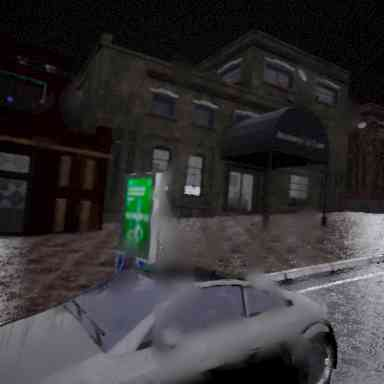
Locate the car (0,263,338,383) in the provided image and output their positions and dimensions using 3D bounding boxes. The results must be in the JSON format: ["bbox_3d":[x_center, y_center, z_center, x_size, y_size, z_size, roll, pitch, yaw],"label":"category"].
[{"bbox_3d":[-0.329,1.561,3.599,4.181,1.385,1.994,0,0,-34],"label":"car"}]
